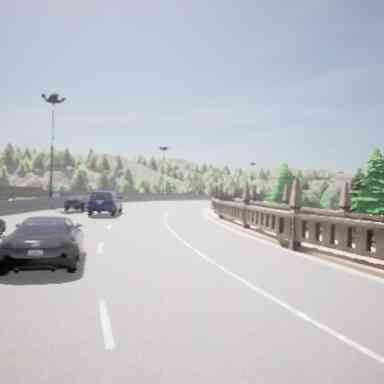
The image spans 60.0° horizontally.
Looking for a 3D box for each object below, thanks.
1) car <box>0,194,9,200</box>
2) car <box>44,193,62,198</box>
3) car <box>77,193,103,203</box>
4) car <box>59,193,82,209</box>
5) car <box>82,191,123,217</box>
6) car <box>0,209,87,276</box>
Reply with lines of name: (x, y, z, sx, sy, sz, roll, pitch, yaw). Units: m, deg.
car: (-21.558, 0.857, 35.458, 1.837, 1.490, 4.892, 1, 0, 2)
car: (-22.624, 0.852, 56.130, 2.033, 1.411, 5.357, 1, 0, 12)
car: (-16.107, 0.978, 52.878, 1.812, 1.442, 4.674, 1, 0, 12)
car: (-10.913, 1.121, 32.503, 1.837, 1.490, 4.892, 1, 0, -1)
car: (-7.332, 0.937, 28.465, 2.150, 2.045, 5.566, 1, 0, -4)
car: (-4.328, 1.415, 9.980, 1.994, 1.385, 4.181, 2, 0, -16)
